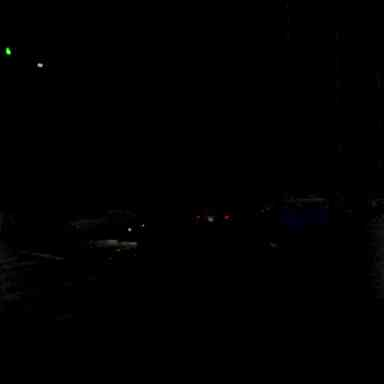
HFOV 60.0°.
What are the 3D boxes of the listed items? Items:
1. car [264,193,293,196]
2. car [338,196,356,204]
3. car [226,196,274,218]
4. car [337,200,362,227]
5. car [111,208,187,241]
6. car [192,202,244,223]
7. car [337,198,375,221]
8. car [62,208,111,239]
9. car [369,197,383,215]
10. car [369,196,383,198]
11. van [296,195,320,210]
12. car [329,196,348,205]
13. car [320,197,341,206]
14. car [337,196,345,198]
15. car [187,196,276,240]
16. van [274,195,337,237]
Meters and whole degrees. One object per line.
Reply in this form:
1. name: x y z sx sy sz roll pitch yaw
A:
1. car: 7.108 1.142 28.209 2.150 2.045 5.566 -1 0 37
2. car: 27.800 1.425 59.743 2.008 1.369 4.403 -1 0 37
3. car: 5.356 1.281 30.297 2.192 1.841 5.009 -1 0 37
4. car: 9.073 1.411 21.106 1.947 1.339 4.313 -1 0 37
5. car: -1.642 1.532 16.719 1.994 1.385 4.181 -1 -1 37
6. car: 2.153 1.526 26.089 1.887 1.381 4.507 -1 0 37
7. car: 12.354 1.374 25.411 1.887 1.381 4.507 -1 0 37
8. car: -4.368 1.539 17.543 1.752 1.417 4.829 -1 0 37
9. car: 15.635 1.397 29.717 1.802 1.307 4.206 -1 0 37
10. car: 18.916 1.351 34.023 2.008 1.369 4.403 -1 0 37
11. van: 14.974 1.266 42.917 1.690 1.788 3.998 -1 0 37
12. car: 24.491 1.412 55.401 1.752 1.417 4.829 -1 0 37
13. car: 21.388 1.465 51.329 1.947 1.339 4.313 -1 0 37
14. car: 19.092 1.365 43.764 1.882 1.535 5.008 -1 -1 37
15. car: 2.128 1.263 16.561 2.097 1.767 4.553 -1 -1 37
16. van: 5.789 1.202 16.802 1.690 1.788 3.998 -1 0 37
